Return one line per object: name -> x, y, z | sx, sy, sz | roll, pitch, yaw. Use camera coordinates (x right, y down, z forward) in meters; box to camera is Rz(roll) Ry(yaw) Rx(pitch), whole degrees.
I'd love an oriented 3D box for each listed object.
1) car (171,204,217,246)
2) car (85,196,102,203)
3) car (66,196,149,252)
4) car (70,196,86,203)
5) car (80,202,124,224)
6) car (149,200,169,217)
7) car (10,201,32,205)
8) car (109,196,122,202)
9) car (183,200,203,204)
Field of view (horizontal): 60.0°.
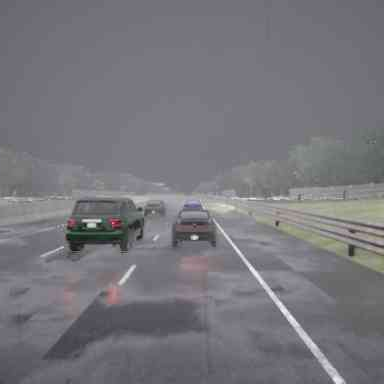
car -> 0.098, 1.507, 15.255 | 1.837, 1.490, 4.892 | 0, 0, 0
car -> -21.011, 1.642, 71.361 | 2.033, 1.411, 5.357 | 0, 0, 0
car -> -3.390, 1.224, 14.005 | 2.150, 2.045, 5.566 | 0, 0, 0
car -> -24.511, 1.654, 71.360 | 1.994, 1.385, 4.181 | 0, 0, 0
car -> -6.904, 1.560, 26.233 | 2.033, 1.411, 5.357 | 0, 0, 0
car -> -3.404, 1.525, 31.879 | 1.837, 1.490, 4.892 | 0, 0, 0
car -> -17.596, 1.588, 34.213 | 1.994, 1.385, 4.181 | 0, 0, 0
car -> -17.512, 1.557, 76.604 | 1.895, 1.301, 4.718 | 0, 0, 0
car -> 0.095, 1.500, 33.404 | 1.882, 1.535, 5.008 | 0, 0, 0
